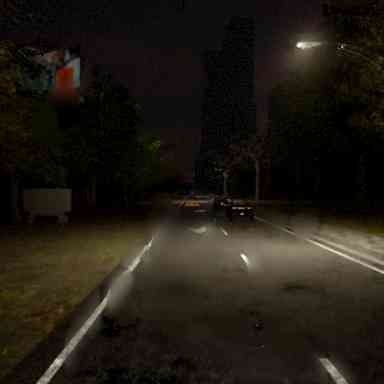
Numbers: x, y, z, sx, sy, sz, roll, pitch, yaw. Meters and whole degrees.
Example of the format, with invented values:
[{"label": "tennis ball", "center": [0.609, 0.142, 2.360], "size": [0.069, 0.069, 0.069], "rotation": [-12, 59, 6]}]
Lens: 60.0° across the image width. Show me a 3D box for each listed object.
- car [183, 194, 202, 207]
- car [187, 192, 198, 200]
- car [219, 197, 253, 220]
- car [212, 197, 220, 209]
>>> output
[{"label": "car", "center": [0.012, 0.935, 32.691], "size": [1.801, 1.575, 5.366], "rotation": [0, 0, 0]}, {"label": "car", "center": [0.025, 0.804, 65.912], "size": [2.128, 1.511, 4.902], "rotation": [0, 0, 0]}, {"label": "car", "center": [3.608, 1.367, 26.291], "size": [2.128, 1.511, 4.902], "rotation": [0, 0, 0]}, {"label": "car", "center": [3.617, 1.357, 42.302], "size": [1.994, 1.385, 4.181], "rotation": [0, 0, 0]}]
